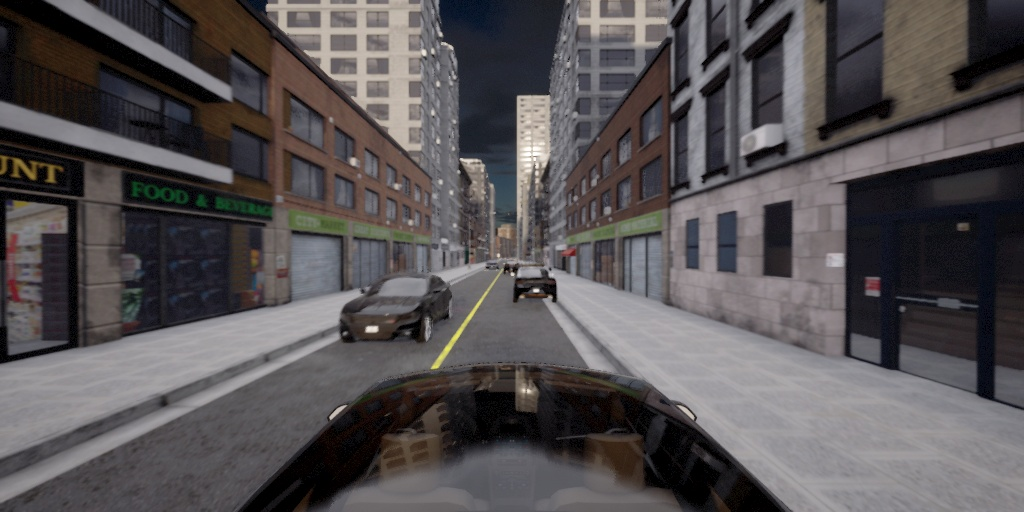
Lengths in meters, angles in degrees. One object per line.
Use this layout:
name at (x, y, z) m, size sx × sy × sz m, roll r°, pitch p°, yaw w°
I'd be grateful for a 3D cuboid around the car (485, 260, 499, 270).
car at (-2.804, 1.265, 52.076) m, size 2.033 × 1.411 × 5.357 m, roll 0°, pitch 0°, yaw 1°

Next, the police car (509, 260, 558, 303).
police car at (0.965, 1.157, 16.803) m, size 1.930 × 1.638 × 5.238 m, roll 0°, pitch 0°, yaw 0°

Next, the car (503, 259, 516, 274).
car at (0.046, 1.195, 39.847) m, size 1.882 × 1.535 × 5.008 m, roll 0°, pitch 0°, yaw 1°

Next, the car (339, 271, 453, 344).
car at (-2.849, 1.216, 9.797) m, size 1.882 × 1.535 × 5.008 m, roll 0°, pitch 0°, yaw 0°
